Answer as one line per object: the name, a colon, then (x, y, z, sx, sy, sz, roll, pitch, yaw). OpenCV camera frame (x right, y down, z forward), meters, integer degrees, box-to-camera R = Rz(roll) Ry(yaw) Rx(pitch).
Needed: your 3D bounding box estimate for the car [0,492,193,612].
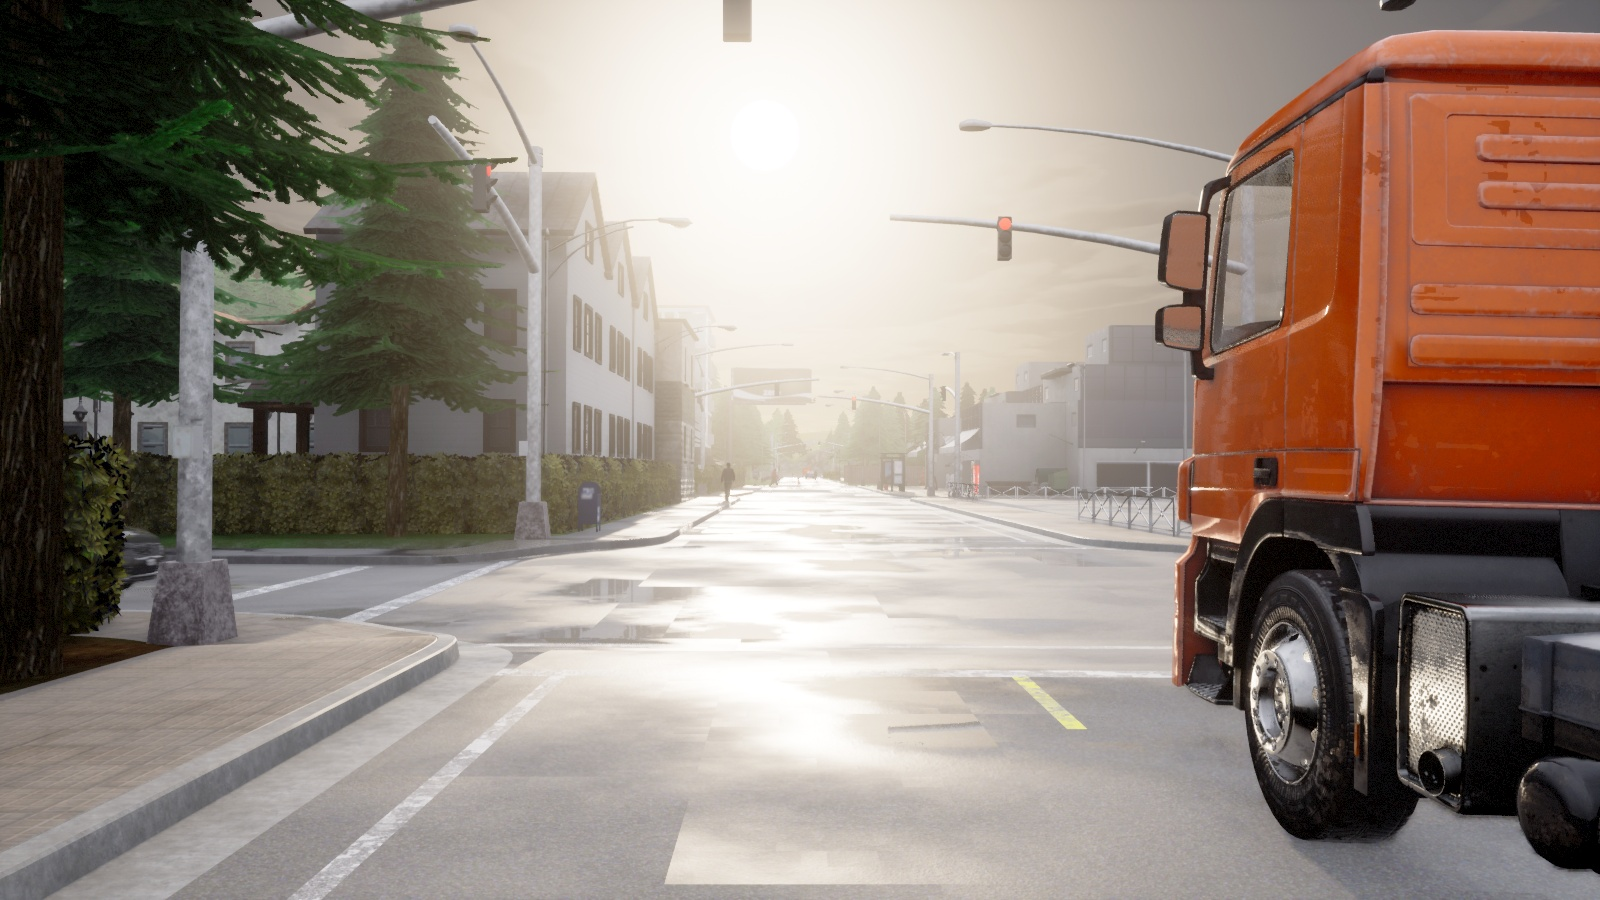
car: (-11.065, 1.339, 16.900, 4.892, 1.490, 1.837, 0, -1, 0)

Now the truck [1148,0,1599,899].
truck: (3.468, -0.063, 3.129, 2.891, 3.462, 7.936, 1, 0, 0)

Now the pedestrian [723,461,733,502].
pedestrian: (-3.308, 1.449, 57.553, 0.431, 1.840, 0.703, 0, -1, 0)
